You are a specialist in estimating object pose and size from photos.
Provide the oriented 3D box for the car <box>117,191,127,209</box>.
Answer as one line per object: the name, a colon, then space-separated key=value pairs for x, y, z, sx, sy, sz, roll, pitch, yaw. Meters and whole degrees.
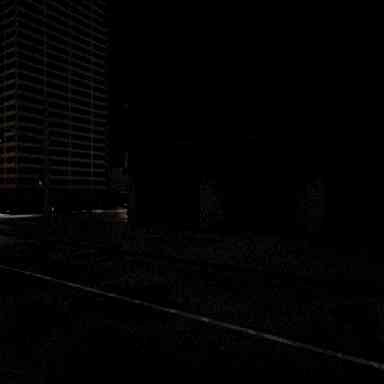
car: x=-6.815 y=1.221 z=44.397 sx=2.150 sy=2.045 sz=5.566 roll=0 pitch=0 yaw=36

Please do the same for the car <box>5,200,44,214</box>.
car: x=-17.091 y=1.547 z=35.868 sx=2.033 sy=1.411 sz=5.357 roll=0 pitch=0 yaw=35

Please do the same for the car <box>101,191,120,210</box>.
car: x=-10.963 y=1.221 z=44.590 sx=2.150 sy=2.045 sz=5.566 roll=0 pitch=0 yaw=35

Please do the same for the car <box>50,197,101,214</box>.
car: x=-12.779 y=1.491 z=35.916 sx=2.128 sy=1.511 sz=4.902 roll=0 pitch=0 yaw=35
